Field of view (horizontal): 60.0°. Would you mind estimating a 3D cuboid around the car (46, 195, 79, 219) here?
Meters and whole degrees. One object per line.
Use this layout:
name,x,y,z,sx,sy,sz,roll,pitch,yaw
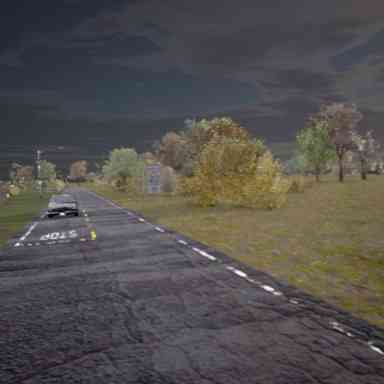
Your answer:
car,-8.867,0.896,22.938,2.033,1.411,5.357,-3,3,-20
